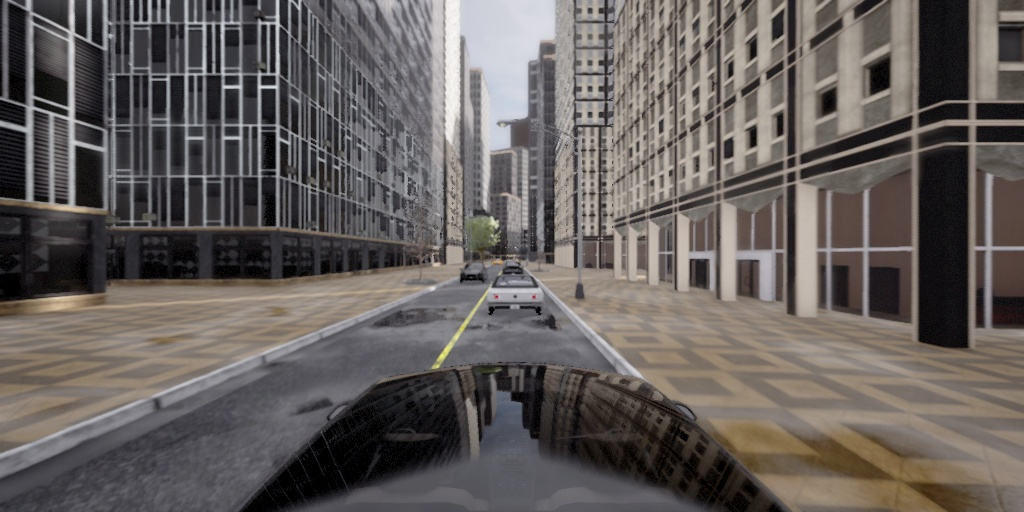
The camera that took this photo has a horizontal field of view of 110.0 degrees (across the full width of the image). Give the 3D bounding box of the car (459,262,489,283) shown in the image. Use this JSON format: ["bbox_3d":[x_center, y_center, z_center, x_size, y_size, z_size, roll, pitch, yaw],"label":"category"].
[{"bbox_3d":[-2.842,1.239,27.351,1.837,1.490,4.892,0,0,0],"label":"car"}]

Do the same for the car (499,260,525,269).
[{"bbox_3d":[0.099,1.240,31.476,1.837,1.490,4.892,0,0,0],"label":"car"}]

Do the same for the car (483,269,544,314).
[{"bbox_3d":[0.103,1.343,13.749,1.895,1.301,4.718,0,0,0],"label":"car"}]
